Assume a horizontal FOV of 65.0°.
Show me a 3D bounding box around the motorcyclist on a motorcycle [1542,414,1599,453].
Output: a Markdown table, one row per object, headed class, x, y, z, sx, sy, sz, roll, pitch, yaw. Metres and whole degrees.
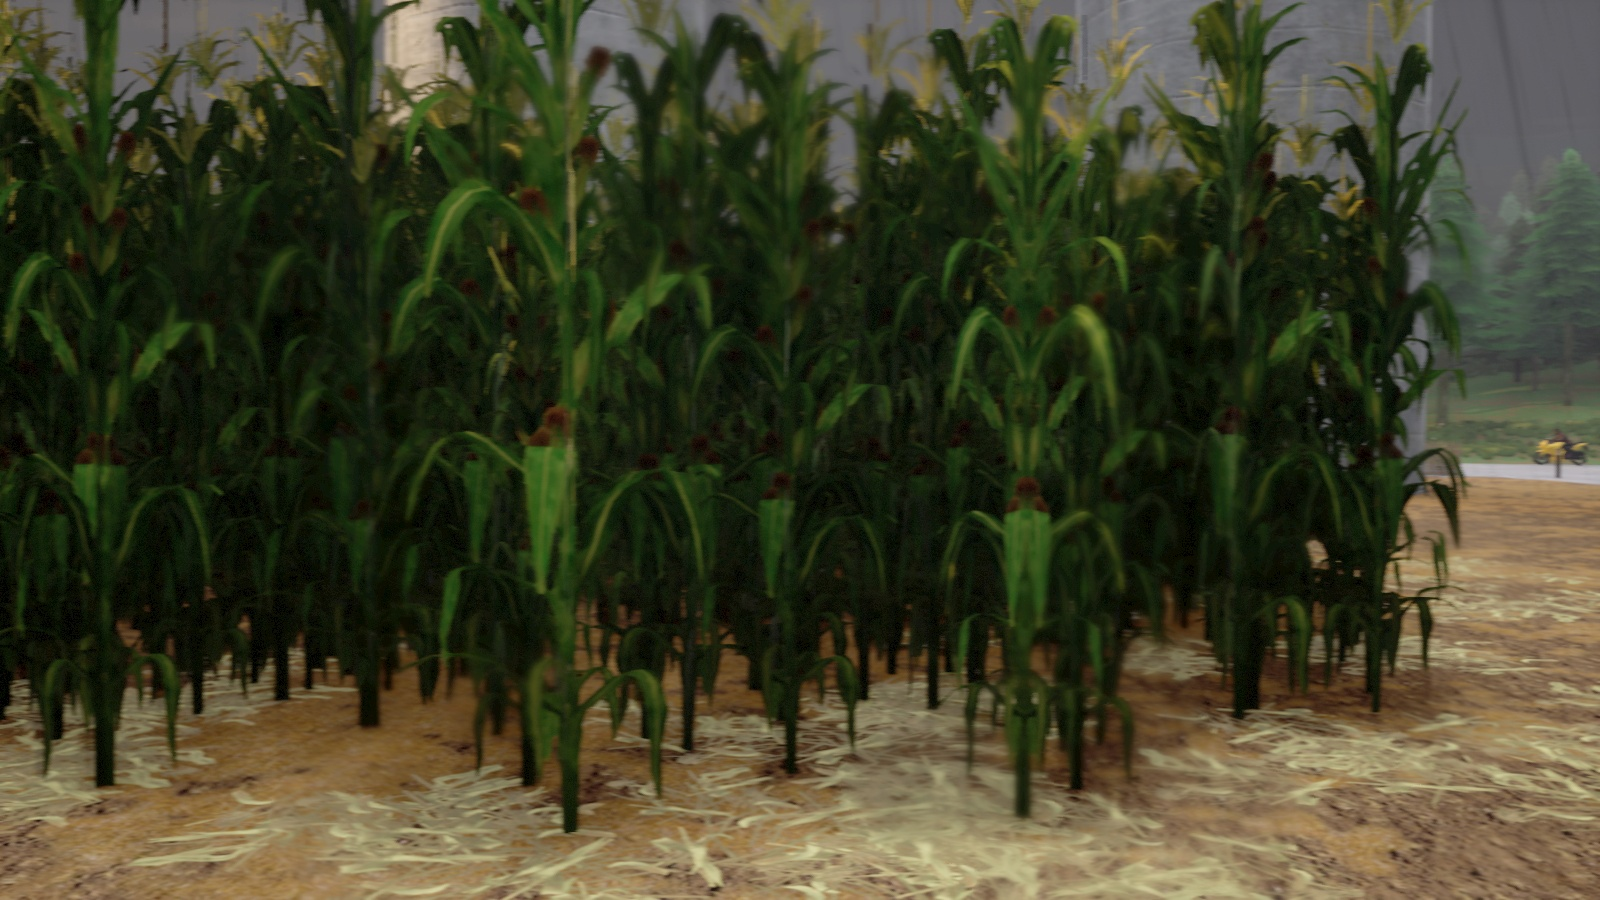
| class | x | y | z | sx | sy | sz | roll | pitch | yaw |
| --- | --- | --- | --- | --- | --- | --- | --- | --- | --- |
| motorcyclist on a motorcycle | 31.085 | -0.668 | 50.443 | 2.044 | 1.523 | 0.797 | 0 | 1 | 9 |
